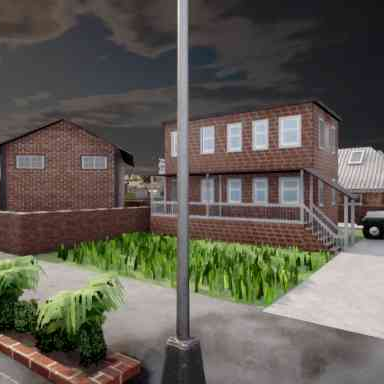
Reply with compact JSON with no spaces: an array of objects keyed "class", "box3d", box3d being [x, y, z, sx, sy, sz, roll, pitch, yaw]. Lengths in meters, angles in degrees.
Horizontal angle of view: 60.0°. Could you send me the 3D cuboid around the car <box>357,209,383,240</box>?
[{"class":"car","box3d":[8.493,0.973,12.590,3.866,1.878,1.905,0,0,36]}]
